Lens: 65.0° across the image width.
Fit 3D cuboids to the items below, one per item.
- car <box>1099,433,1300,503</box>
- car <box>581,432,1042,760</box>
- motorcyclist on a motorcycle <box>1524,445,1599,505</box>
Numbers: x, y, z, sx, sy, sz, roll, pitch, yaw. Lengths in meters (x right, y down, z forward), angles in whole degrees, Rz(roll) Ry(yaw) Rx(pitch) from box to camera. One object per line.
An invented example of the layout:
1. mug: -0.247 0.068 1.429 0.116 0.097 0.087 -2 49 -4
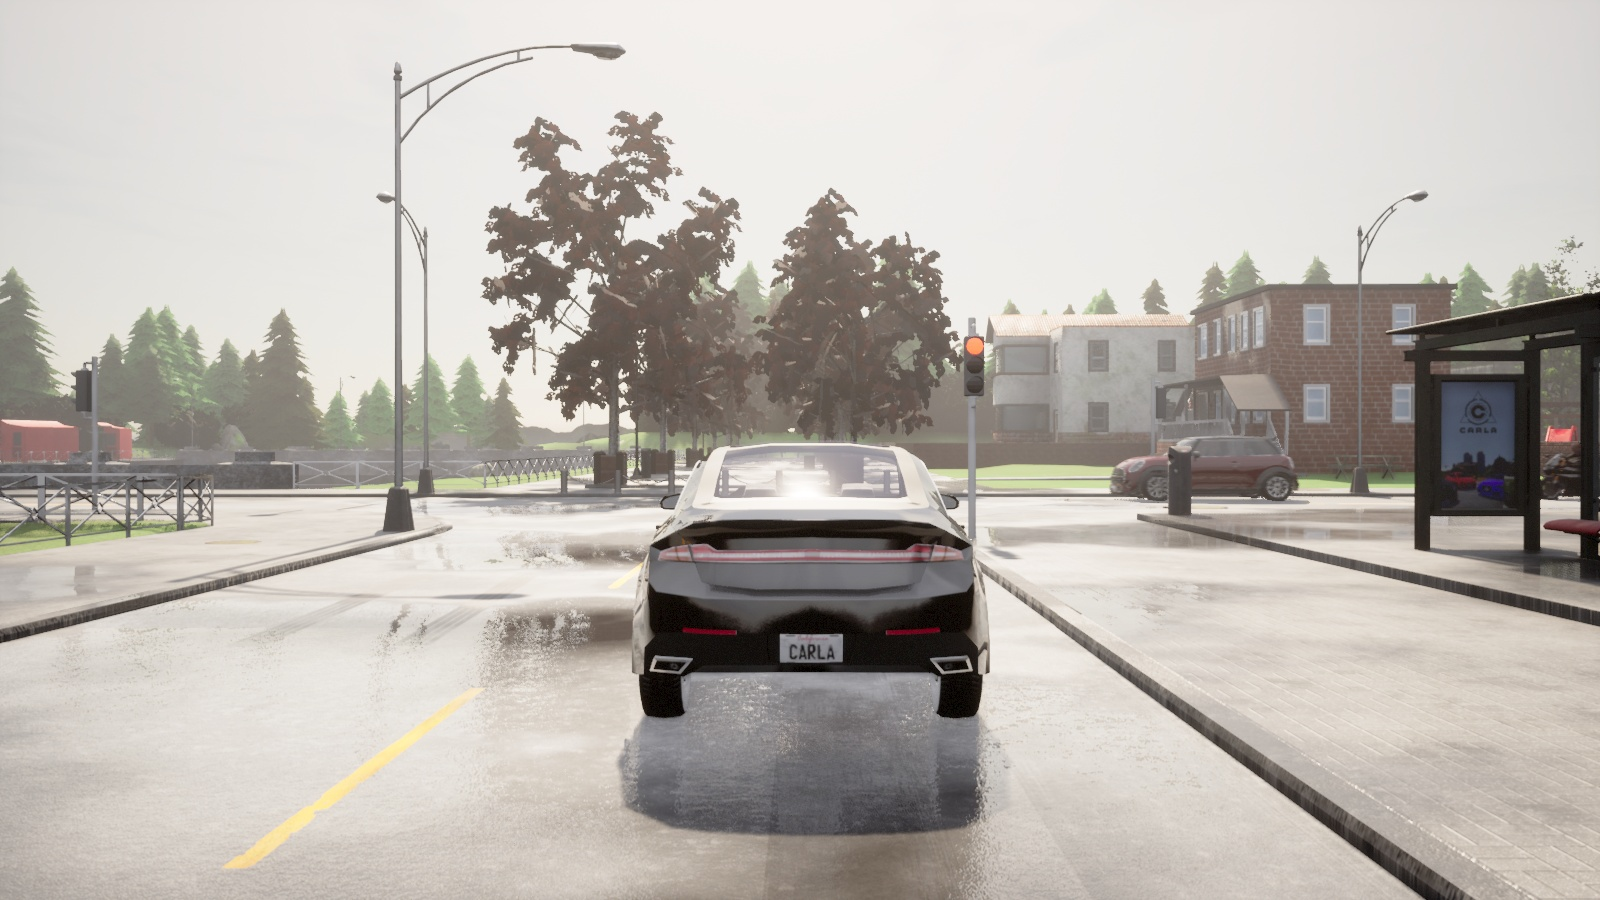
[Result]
1. car: 10.309 0.444 32.641 4.553 1.767 2.097 0 0 0
2. car: 0.062 0.660 8.243 2.128 1.511 4.902 0 0 0
3. motorcyclist on a motorcycle: 20.141 0.629 32.594 2.191 1.530 0.866 0 0 0
